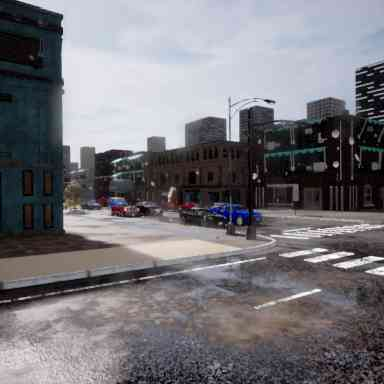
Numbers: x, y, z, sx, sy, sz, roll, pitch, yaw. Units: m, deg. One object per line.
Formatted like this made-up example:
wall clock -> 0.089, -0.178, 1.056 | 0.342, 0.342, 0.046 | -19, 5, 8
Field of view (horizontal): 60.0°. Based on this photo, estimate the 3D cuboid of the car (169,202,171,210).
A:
car -> -3.615, 1.966, 45.322 | 1.802, 1.307, 4.206 | -2, 0, -35

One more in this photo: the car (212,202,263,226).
car -> 3.228, 1.692, 25.708 | 1.882, 1.535, 5.008 | -1, 0, -36

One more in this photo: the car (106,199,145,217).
car -> -7.243, 1.846, 35.953 | 1.967, 1.590, 4.097 | -1, 0, -35

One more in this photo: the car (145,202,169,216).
car -> -4.991, 1.869, 37.286 | 2.128, 1.511, 4.902 | -1, 0, -35

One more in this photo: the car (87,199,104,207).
car -> -19.650, 2.227, 67.880 | 1.887, 1.381, 4.507 | -1, 0, -35

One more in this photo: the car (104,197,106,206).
car -> -16.449, 1.940, 63.368 | 2.192, 1.841, 5.009 | -1, 0, -35

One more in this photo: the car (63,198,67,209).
car -> -23.174, 2.232, 58.374 | 1.752, 1.417, 4.829 | -1, 0, -35

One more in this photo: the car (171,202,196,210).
car -> -0.410, 1.903, 40.811 | 1.802, 1.307, 4.206 | -2, 0, -35

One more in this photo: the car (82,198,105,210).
car -> -16.199, 2.139, 53.208 | 2.033, 1.411, 5.357 | -1, 0, -35

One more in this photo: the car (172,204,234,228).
car -> 0.700, 1.814, 24.573 | 1.947, 1.339, 4.313 | -1, 0, -35

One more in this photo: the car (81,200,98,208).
car -> -19.500, 2.194, 63.230 | 1.812, 1.442, 4.674 | -1, 0, -35

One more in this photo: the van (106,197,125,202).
van -> -13.241, 1.907, 58.857 | 1.690, 1.788, 3.998 | -1, 0, -35
